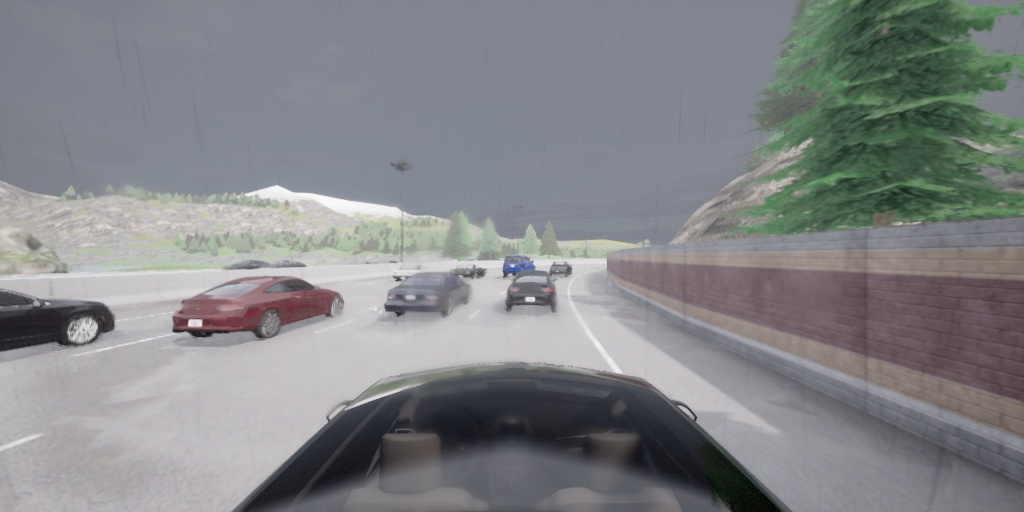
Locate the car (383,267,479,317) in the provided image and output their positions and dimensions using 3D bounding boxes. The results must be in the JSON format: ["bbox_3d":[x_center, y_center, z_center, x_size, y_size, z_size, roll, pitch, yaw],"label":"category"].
[{"bbox_3d":[-2.803,1.288,13.193,2.033,1.411,5.357,0,0,5],"label":"car"}]

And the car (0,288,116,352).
[{"bbox_3d":[-10.217,1.222,6.310,1.837,1.490,4.892,0,0,2],"label":"car"}]

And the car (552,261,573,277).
[{"bbox_3d":[4.989,1.257,36.065,2.128,1.511,4.902,0,0,15],"label":"car"}]

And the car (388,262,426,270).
[{"bbox_3d":[-7.602,1.326,28.595,1.895,1.301,4.718,0,0,11],"label":"car"}]

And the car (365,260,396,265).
[{"bbox_3d":[-15.043,1.227,43.052,1.812,1.442,4.674,0,0,17],"label":"car"}]

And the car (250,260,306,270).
[{"bbox_3d":[-23.778,1.166,37.190,2.128,1.511,4.902,0,0,13],"label":"car"}]

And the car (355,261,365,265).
[{"bbox_3d":[-18.220,1.292,44.707,1.895,1.301,4.718,0,0,17],"label":"car"}]

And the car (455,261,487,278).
[{"bbox_3d":[-3.583,1.339,30.704,1.895,1.301,4.718,0,0,12],"label":"car"}]

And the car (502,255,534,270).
[{"bbox_3d":[0.698,0.973,33.617,2.150,2.045,5.566,0,0,14],"label":"car"}]

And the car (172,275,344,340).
[{"bbox_3d":[-6.540,1.255,9.860,1.812,1.442,4.674,0,0,4],"label":"car"}]

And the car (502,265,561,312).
[{"bbox_3d":[0.841,1.278,14.240,1.812,1.442,4.674,0,0,6],"label":"car"}]

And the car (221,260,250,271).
[{"bbox_3d":[-27.352,1.166,37.255,1.837,1.490,4.892,0,0,13],"label":"car"}]
